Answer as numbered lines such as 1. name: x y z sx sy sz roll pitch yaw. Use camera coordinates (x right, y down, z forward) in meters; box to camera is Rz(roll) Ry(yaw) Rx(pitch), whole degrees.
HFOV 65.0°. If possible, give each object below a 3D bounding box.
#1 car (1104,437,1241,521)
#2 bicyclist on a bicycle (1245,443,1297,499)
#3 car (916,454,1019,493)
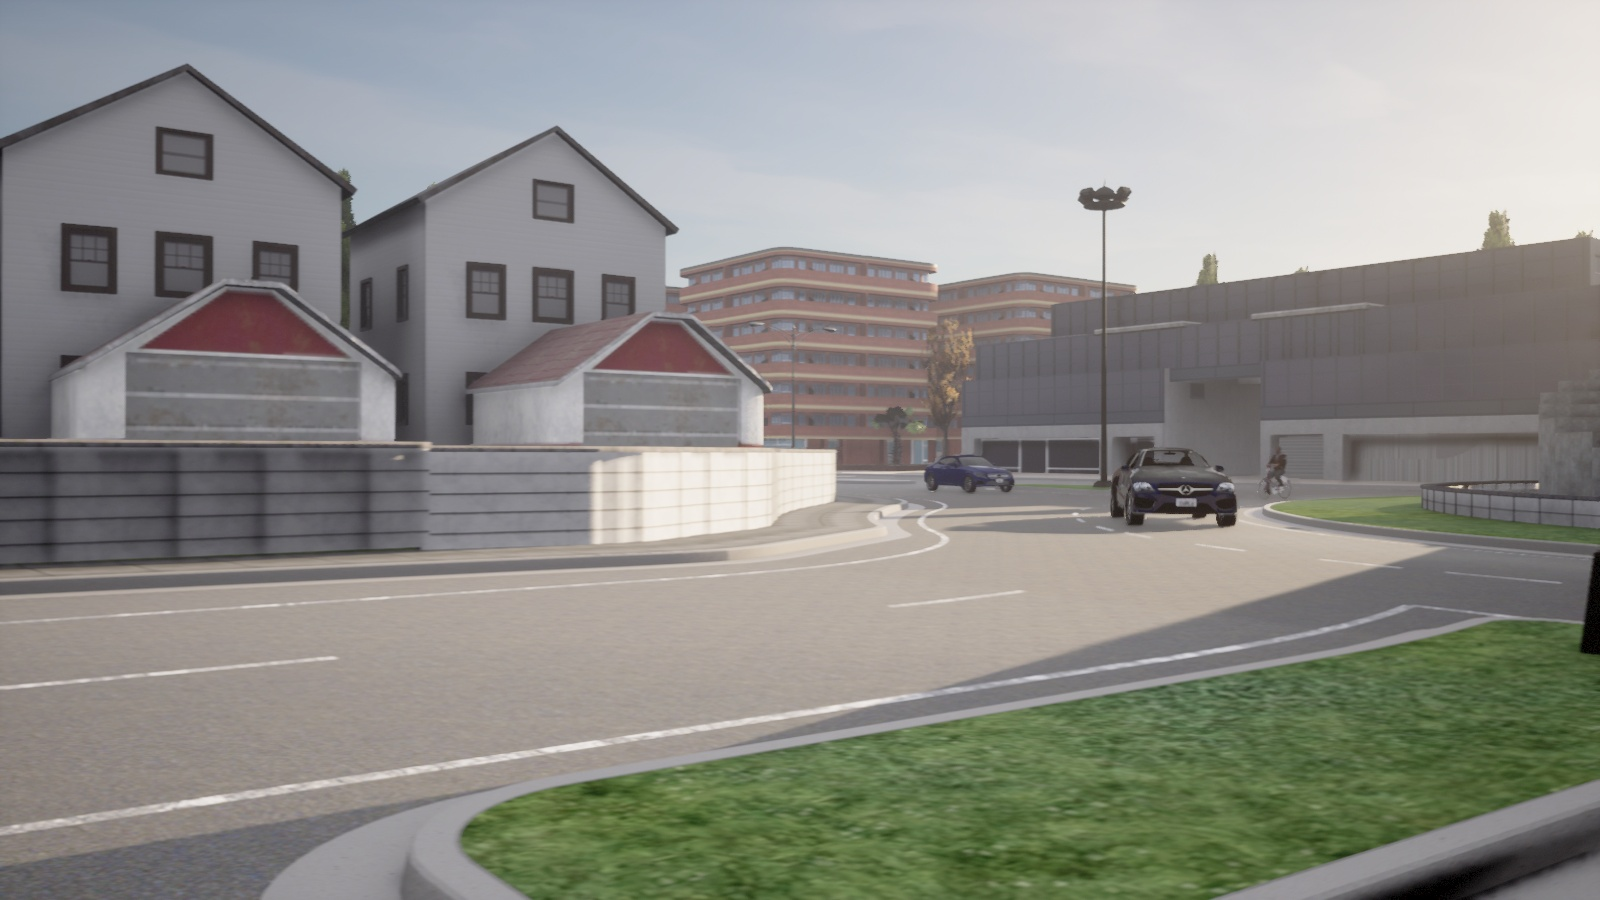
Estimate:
1. car: 7.980 0.572 27.362 2.152 1.651 5.027 0 0 8
2. bicyclist on a bicycle: 15.286 0.681 40.764 1.843 1.776 0.659 0 0 -37
3. car: 6.456 0.874 49.021 1.812 1.442 4.674 0 0 -24
